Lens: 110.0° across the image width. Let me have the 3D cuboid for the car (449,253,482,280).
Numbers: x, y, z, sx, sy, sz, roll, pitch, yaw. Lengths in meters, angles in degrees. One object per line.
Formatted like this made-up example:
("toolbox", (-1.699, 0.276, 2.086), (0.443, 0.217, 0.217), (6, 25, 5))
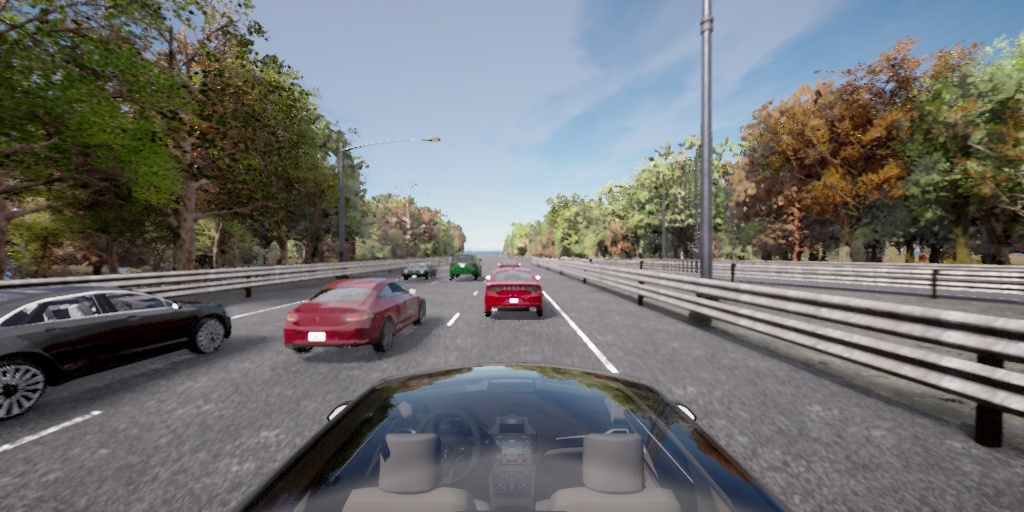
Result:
("car", (-3.668, 0.811, 28.897), (2.150, 2.045, 5.566), (0, 0, -1))

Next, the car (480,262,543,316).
("car", (0.039, 1.155, 13.110), (1.882, 1.535, 5.008), (0, 0, 0))

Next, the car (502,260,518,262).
("car", (-0.218, 1.052, 31.322), (1.882, 1.535, 5.008), (0, 0, -1))

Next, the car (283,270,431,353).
("car", (-3.430, 1.233, 8.587), (1.812, 1.442, 4.674), (0, 0, 0))

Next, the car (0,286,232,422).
("car", (-6.920, 1.218, 5.692), (2.128, 1.511, 4.902), (0, 0, 0))

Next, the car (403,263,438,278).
("car", (-7.159, 1.195, 28.325), (1.895, 1.301, 4.718), (0, 0, -1))
